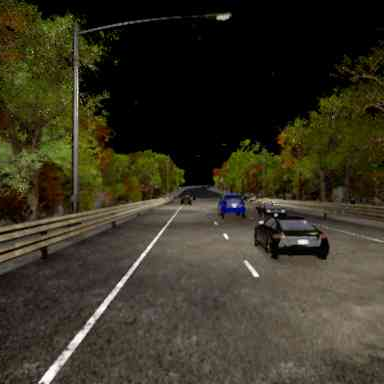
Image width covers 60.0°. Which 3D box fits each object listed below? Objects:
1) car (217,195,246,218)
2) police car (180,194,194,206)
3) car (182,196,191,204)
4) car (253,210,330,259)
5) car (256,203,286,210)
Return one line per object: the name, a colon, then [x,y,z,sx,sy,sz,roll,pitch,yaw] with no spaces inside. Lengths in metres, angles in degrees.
car: [3.604,1.293,30.968,2.150,2.045,5.566,0,0,0]
police car: [-1.043,1.561,58.770,1.930,1.638,5.238,0,0,0]
car: [-1.042,1.664,68.662,1.837,1.490,4.892,0,0,0]
car: [3.602,1.594,12.773,1.994,1.385,4.181,0,0,0]
car: [7.104,1.672,30.463,1.895,1.301,4.718,0,0,0]
